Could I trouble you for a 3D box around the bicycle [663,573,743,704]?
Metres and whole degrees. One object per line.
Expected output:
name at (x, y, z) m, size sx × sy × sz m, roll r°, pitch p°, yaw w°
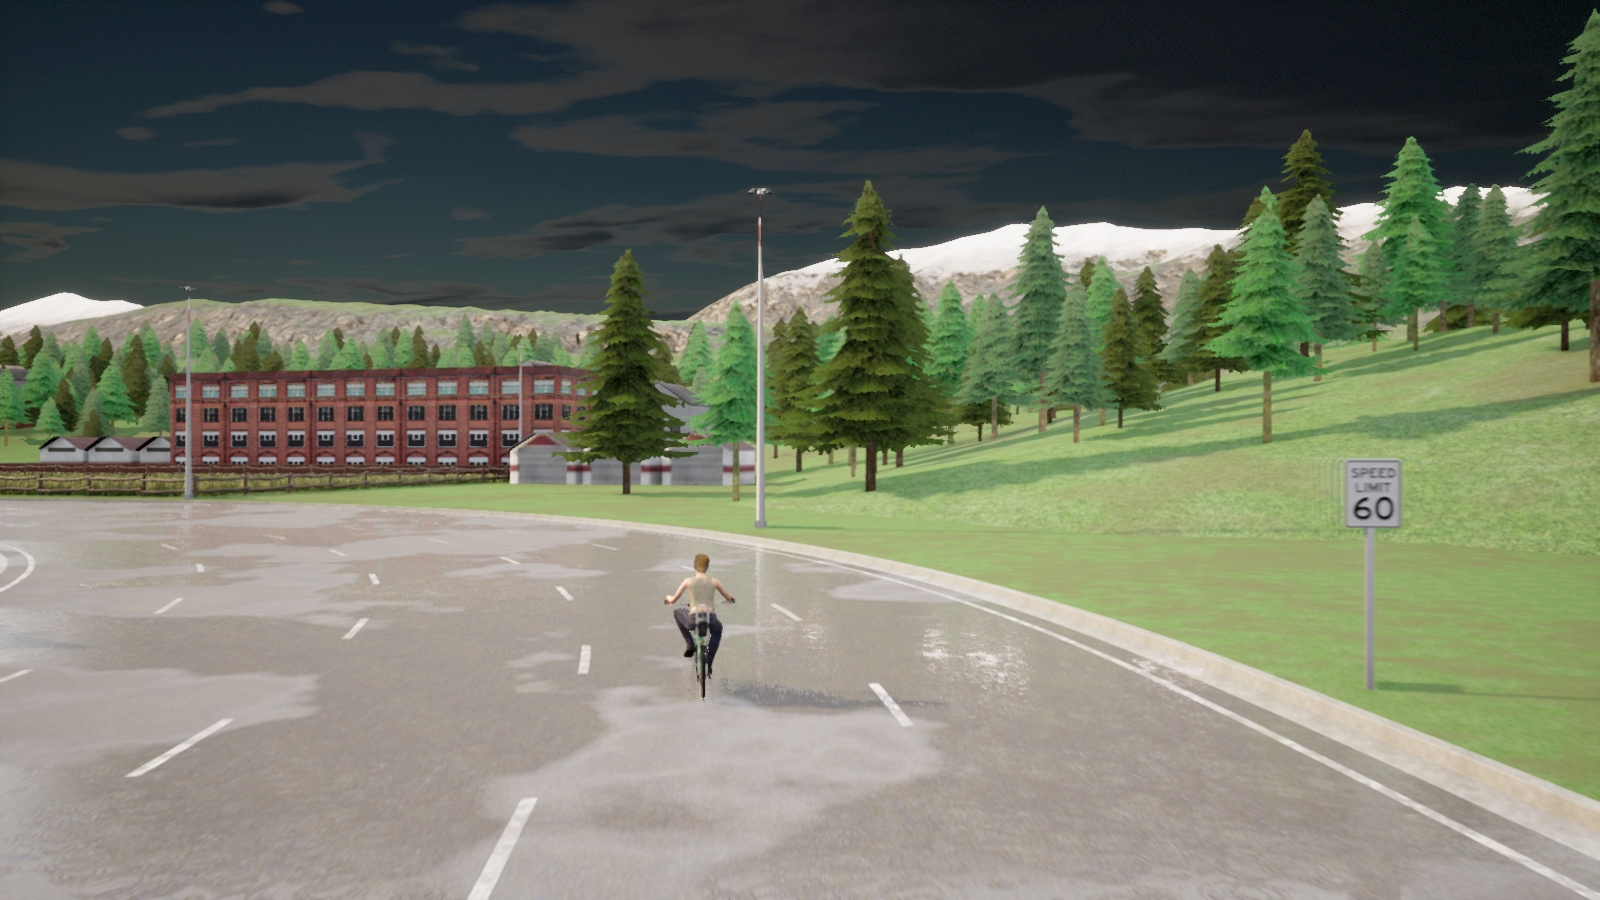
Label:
bicycle at (-1.163, 2.166, 13.396) m, size 0.859 × 1.276 × 1.487 m, roll 0°, pitch 0°, yaw -8°
